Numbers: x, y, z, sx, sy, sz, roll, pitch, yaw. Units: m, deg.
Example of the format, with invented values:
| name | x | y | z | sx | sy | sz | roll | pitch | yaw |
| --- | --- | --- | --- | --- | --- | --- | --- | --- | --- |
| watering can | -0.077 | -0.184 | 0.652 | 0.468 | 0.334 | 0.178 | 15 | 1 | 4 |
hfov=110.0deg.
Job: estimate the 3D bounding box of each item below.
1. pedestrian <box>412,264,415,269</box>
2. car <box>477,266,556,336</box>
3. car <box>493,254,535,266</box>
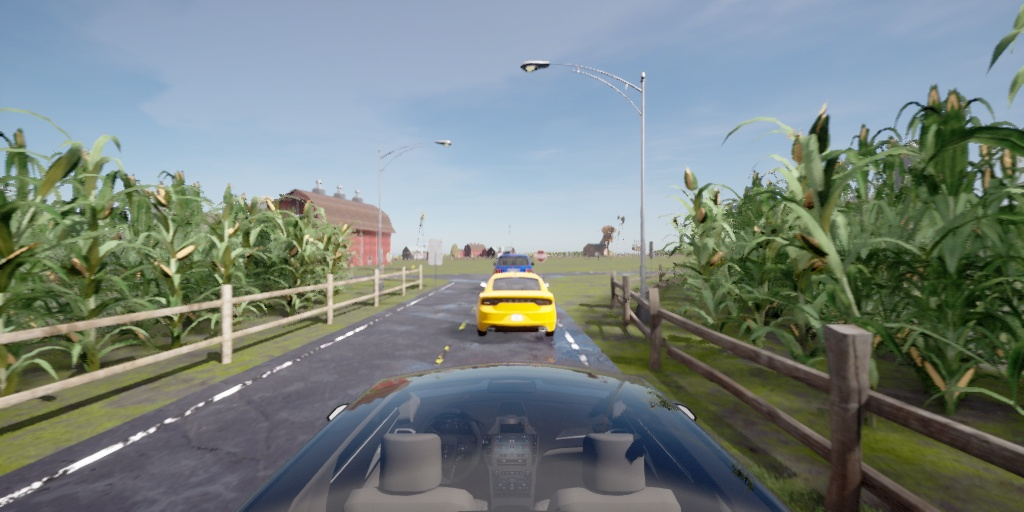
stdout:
| name | x | y | z | sx | sy | sz | roll | pitch | yaw |
| --- | --- | --- | --- | --- | --- | --- | --- | --- | --- |
| pedestrian | -11.209 | 1.501 | 40.850 | 0.500 | 1.100 | 0.500 | 0 | 1 | 4 |
| car | 0.089 | 1.202 | 10.334 | 1.882 | 1.535 | 5.008 | 0 | 0 | 0 |
| car | 0.091 | 0.917 | 20.148 | 2.150 | 2.045 | 5.566 | 0 | 0 | 1 |
